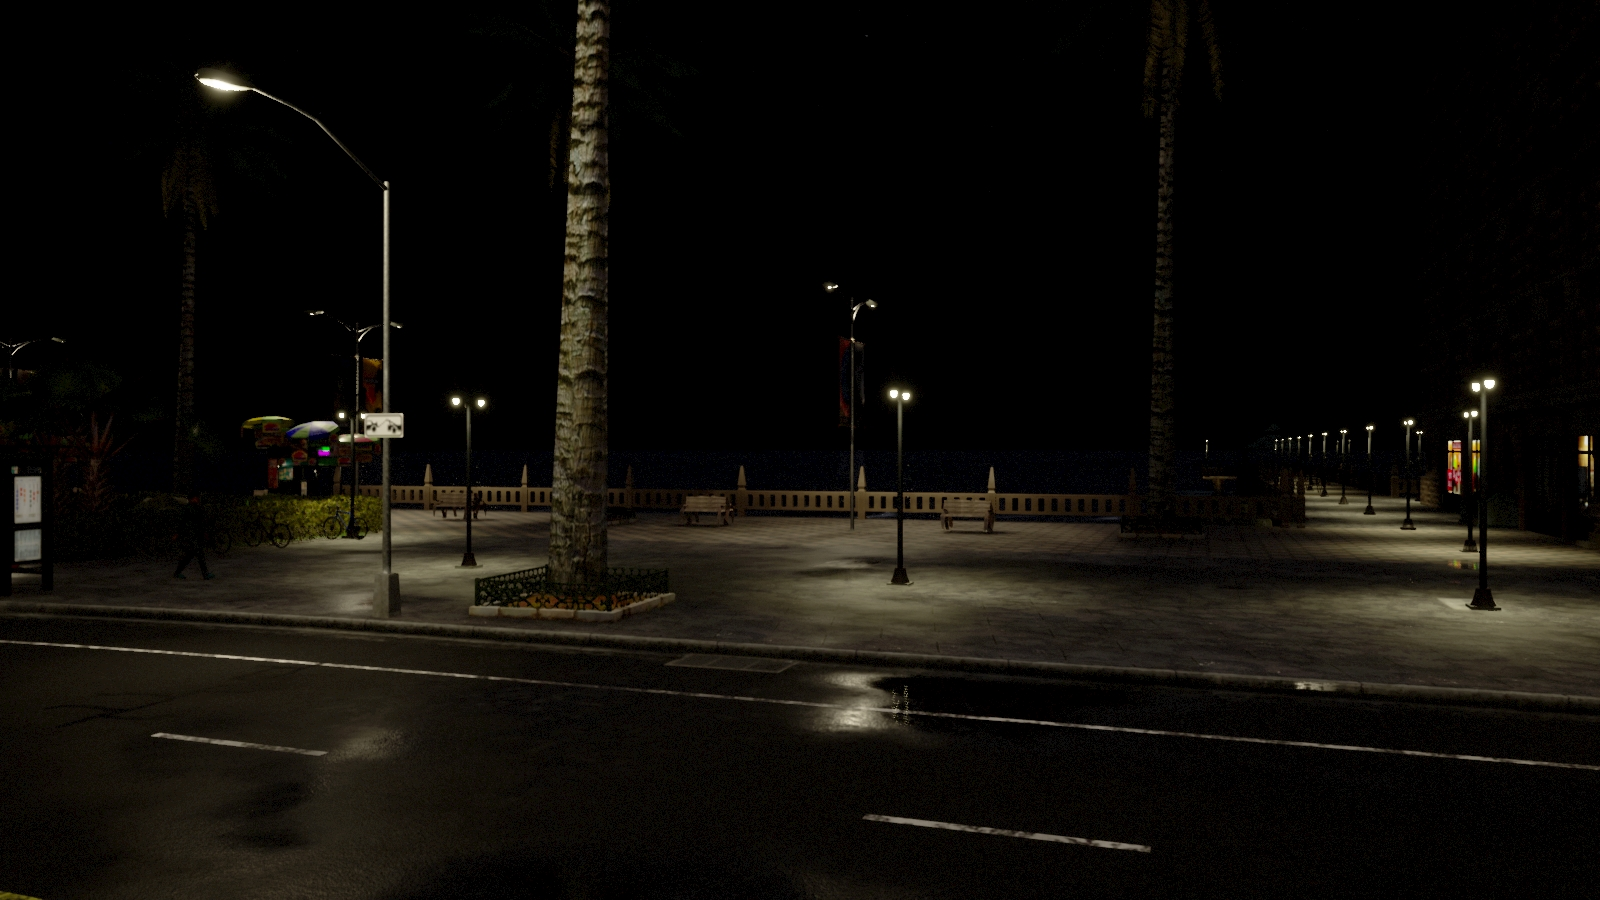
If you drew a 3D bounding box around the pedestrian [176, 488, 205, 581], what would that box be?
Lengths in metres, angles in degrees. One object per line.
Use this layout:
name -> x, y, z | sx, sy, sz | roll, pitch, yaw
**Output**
pedestrian -> -12.342, 1.698, 23.139 | 0.375, 1.860, 0.375 | 0, 0, 13
